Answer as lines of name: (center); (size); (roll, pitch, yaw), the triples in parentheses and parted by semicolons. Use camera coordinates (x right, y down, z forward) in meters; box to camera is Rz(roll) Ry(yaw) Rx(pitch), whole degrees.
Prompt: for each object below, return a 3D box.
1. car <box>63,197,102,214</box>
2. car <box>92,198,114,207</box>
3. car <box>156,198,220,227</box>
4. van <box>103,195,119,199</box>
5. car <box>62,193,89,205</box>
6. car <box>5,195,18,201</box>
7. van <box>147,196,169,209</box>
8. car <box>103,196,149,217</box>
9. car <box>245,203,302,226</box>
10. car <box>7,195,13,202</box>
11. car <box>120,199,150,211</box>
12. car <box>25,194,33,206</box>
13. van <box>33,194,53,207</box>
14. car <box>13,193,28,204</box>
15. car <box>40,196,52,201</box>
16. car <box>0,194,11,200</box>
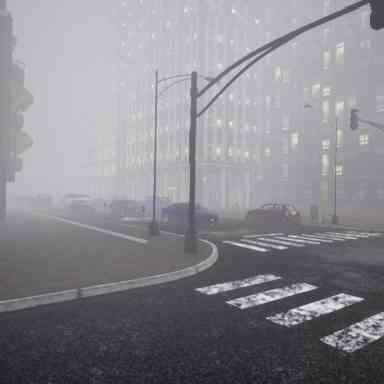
car: (-10.906, 1.427, 32.887); (2.008, 1.369, 4.403); (1, -1, -35)
car: (-13.883, 1.586, 51.554); (1.947, 1.339, 4.313); (1, -1, -35)
car: (-0.205, 1.425, 22.285); (1.882, 1.535, 5.008); (1, -1, -36)
van: (-10.609, 1.368, 46.951); (1.690, 1.788, 3.998); (1, -1, -35)
car: (-14.236, 1.132, 42.105); (2.150, 2.045, 5.566); (1, 0, -35)
car: (-40.332, 1.377, 74.341); (2.008, 1.369, 4.403); (1, -1, -35)
van: (-4.070, 1.382, 37.739); (1.690, 1.788, 3.998); (1, -1, -35)
car: (-6.180, 1.438, 30.706); (1.837, 1.490, 4.892); (1, -1, -35)
car: (5.738, 1.505, 23.920); (1.967, 1.590, 4.097); (1, -1, -35)
car: (-37.063, 1.396, 69.735); (1.947, 1.339, 4.313); (1, -1, -35)
car: (-7.343, 1.584, 42.343); (2.008, 1.369, 4.403); (1, -1, -35)
car: (-23.985, 1.432, 51.310); (1.802, 1.307, 4.206); (1, -1, -35)
van: (-20.711, 1.197, 46.707); (1.690, 1.788, 3.998); (1, -1, -35)
car: (-30.520, 1.155, 60.525); (2.192, 1.841, 5.009); (1, -1, -35)
car: (-36.771, 1.570, 83.796); (1.802, 1.307, 4.206); (1, -1, -35)
car: (-46.776, 1.365, 83.417); (1.752, 1.417, 4.829); (1, -1, -35)
